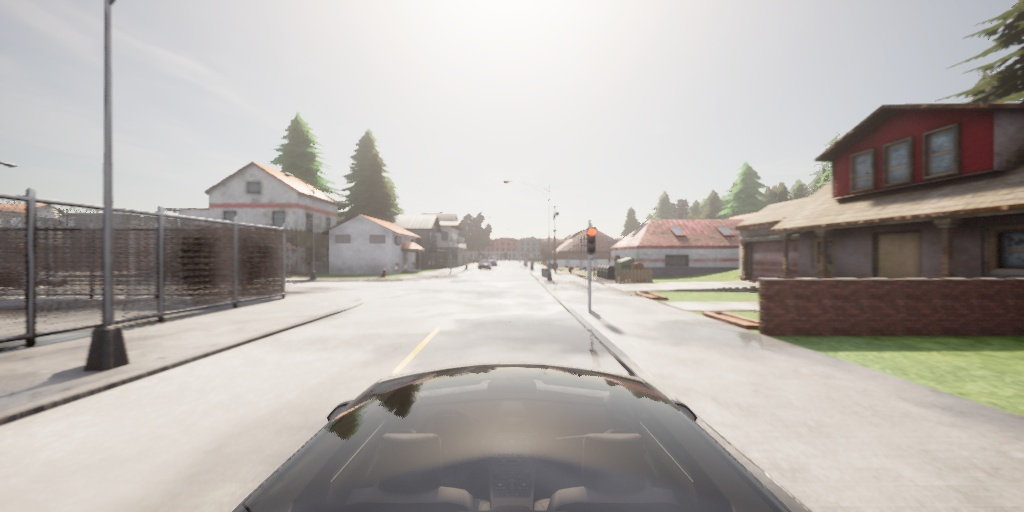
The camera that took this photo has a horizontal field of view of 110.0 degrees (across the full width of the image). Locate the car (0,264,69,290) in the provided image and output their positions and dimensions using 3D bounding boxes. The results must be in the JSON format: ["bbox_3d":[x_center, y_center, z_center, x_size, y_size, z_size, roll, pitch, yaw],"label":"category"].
[{"bbox_3d":[-30.015,1.258,21.743,4.902,1.511,2.128,0,0,0],"label":"car"}]

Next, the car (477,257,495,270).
[{"bbox_3d":[-4.033,1.293,53.419,1.837,1.490,4.892,0,0,0],"label":"car"}]
